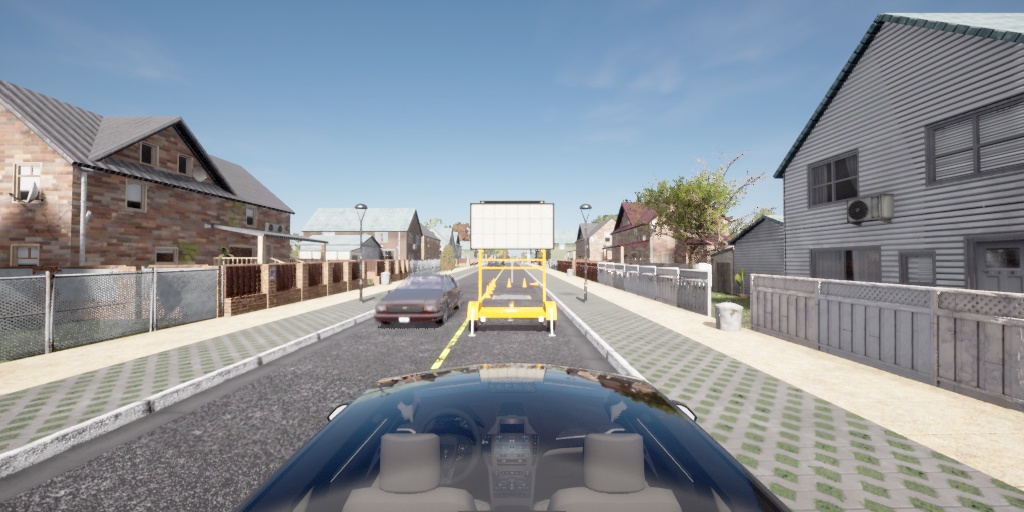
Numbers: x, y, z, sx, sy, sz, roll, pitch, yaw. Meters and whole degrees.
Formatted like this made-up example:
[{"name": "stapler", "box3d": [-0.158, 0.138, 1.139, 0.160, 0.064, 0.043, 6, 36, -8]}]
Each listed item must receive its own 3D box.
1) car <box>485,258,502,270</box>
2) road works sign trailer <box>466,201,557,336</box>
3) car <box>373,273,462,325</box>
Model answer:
[{"name": "car", "box3d": [-2.884, 1.431, 53.717, 1.994, 1.385, 4.181, 0, 0, 0]}, {"name": "road works sign trailer", "box3d": [0.007, 0.220, 10.362, 2.380, 3.560, 2.880, 0, 0, 0]}, {"name": "car", "box3d": [-2.856, 1.305, 12.157, 2.033, 1.411, 5.357, 0, 0, 0]}]
